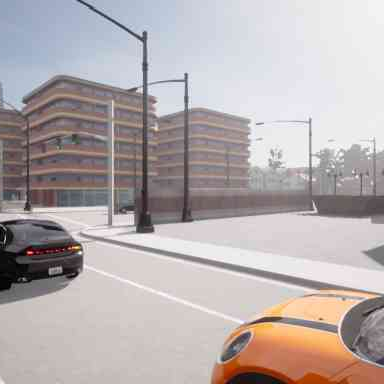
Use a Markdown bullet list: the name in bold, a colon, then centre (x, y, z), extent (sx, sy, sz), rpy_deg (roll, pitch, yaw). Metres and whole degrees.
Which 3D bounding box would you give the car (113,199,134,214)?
- **car**: centre (-6.322, 1.491, 34.976), extent (4.902, 1.511, 2.128), rpy_deg (0, 0, -44)

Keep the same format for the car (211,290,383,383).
- **car**: centre (2.319, 1.352, 2.301), extent (4.553, 1.767, 2.097), rpy_deg (0, 0, 40)

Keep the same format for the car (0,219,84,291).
- **car**: centre (-4.699, 1.505, 9.166), extent (1.837, 1.490, 4.892), rpy_deg (0, 0, -43)
